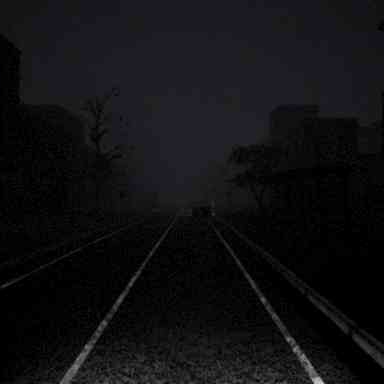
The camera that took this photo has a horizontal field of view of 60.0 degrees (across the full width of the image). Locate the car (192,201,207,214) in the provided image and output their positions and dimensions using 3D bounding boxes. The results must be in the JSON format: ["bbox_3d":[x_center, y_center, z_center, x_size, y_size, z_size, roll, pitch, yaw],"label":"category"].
[{"bbox_3d":[0.885,1.988,43.912,1.882,1.535,5.008,0,-1,0],"label":"car"}]

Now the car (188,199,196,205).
[{"bbox_3d":[-0.029,2.463,84.777,1.895,1.301,4.718,0,0,0],"label":"car"}]

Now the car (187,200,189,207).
[{"bbox_3d":[-0.024,2.271,69.749,2.128,1.511,4.902,0,-1,0],"label":"car"}]

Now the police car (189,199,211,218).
[{"bbox_3d":[0.888,1.780,34.024,1.930,1.638,5.238,0,-1,0],"label":"police car"}]

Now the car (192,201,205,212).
[{"bbox_3d":[0.883,2.081,49.911,1.882,1.535,5.008,0,-1,0],"label":"car"}]

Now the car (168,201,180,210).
[{"bbox_3d":[-3.074,2.259,57.125,2.033,1.411,5.357,0,-1,1],"label":"car"}]
